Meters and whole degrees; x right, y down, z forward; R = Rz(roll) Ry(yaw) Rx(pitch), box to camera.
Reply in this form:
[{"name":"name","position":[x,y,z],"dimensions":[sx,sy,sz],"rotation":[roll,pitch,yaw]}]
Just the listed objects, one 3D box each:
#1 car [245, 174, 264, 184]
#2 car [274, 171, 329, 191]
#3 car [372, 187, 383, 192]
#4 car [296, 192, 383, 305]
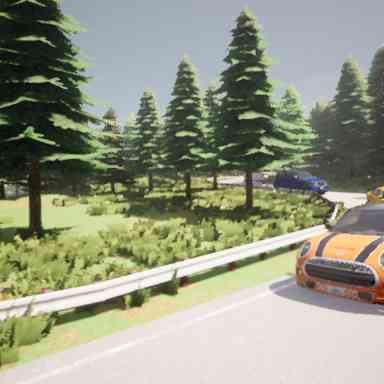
[{"name":"car","position":[8.825,-2.286,47.304],"dimensions":[2.150,2.045,5.566],"rotation":[-2,5,2]},{"name":"car","position":[9.553,-0.888,29.518],"dimensions":[2.150,2.045,5.566],"rotation":[-1,5,-21]},{"name":"car","position":[10.008,0.494,16.251],"dimensions":[1.882,1.535,5.008],"rotation":[-1,4,15]},{"name":"car","position":[4.275,1.077,7.506],"dimensions":[4.553,1.767,2.097],"rotation":[-4,2,-41]}]
